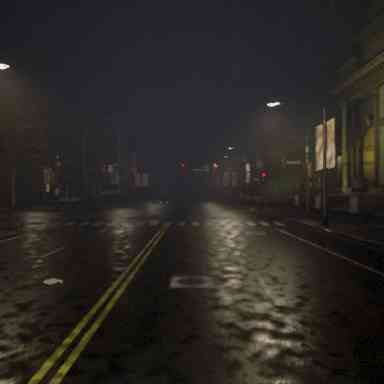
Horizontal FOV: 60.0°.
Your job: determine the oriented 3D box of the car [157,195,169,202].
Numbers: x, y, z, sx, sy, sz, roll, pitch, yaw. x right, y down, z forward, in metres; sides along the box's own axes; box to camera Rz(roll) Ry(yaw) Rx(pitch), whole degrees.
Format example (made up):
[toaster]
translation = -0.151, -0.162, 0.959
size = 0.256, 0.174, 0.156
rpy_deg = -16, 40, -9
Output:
[car]
translation = -7.051, 1.629, 84.731
size = 1.882, 1.535, 5.008
rpy_deg = 0, 0, 0
